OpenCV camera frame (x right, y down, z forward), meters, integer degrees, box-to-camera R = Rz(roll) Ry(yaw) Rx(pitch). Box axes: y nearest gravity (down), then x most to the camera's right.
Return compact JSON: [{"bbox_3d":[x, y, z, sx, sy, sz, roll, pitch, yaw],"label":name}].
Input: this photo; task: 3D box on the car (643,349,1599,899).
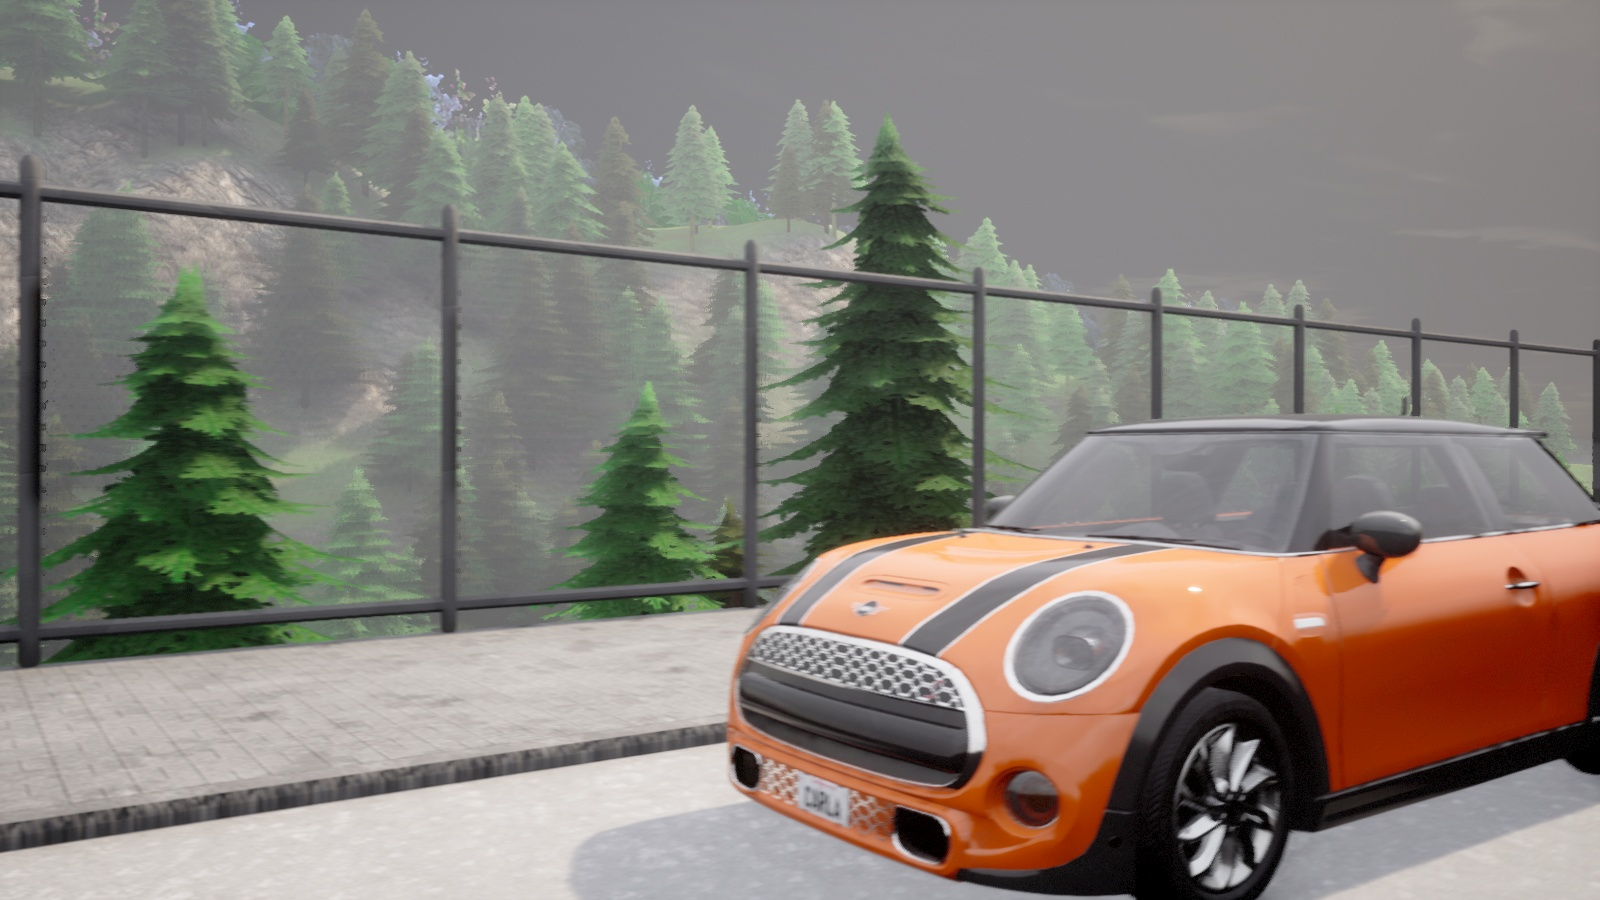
[{"bbox_3d":[1.831,0.613,5.542,4.553,1.767,2.097,0,0,-35],"label":"car"}]
